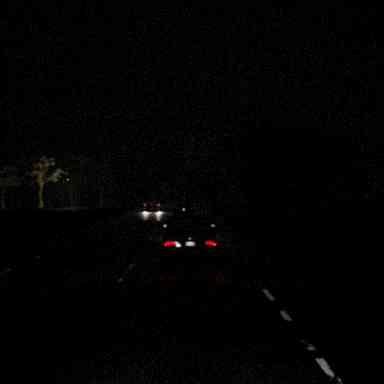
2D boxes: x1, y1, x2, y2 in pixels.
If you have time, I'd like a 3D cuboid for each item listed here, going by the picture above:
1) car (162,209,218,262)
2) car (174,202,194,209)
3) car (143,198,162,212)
[{"bbox_3d":[-0.112,1.574,12.258,2.033,1.411,5.357,0,0,-1],"label":"car"},{"bbox_3d":[-0.866,1.652,33.614,1.994,1.385,4.181,0,0,-2],"label":"car"},{"bbox_3d":[-4.866,1.512,41.575,2.097,1.767,4.553,0,-1,-2],"label":"car"}]
